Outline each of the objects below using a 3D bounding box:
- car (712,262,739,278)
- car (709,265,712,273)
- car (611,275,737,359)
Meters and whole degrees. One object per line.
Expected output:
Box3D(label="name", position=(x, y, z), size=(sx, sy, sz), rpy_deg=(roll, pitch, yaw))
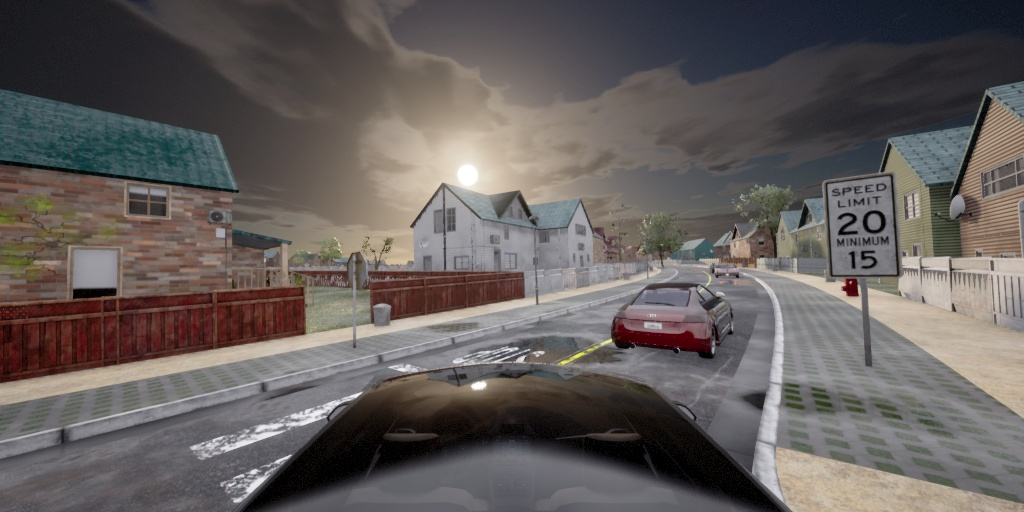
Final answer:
Box3D(label="car", position=(20.481, 1.394, 34.268), size=(1.895, 1.301, 4.718), rpy_deg=(-3, -1, 29))
Box3D(label="car", position=(25.153, 1.431, 43.509), size=(1.895, 1.301, 4.718), rpy_deg=(-2, -1, 25))
Box3D(label="car", position=(3.951, 1.322, 8.566), size=(1.994, 1.385, 4.181), rpy_deg=(-3, -2, 37))
